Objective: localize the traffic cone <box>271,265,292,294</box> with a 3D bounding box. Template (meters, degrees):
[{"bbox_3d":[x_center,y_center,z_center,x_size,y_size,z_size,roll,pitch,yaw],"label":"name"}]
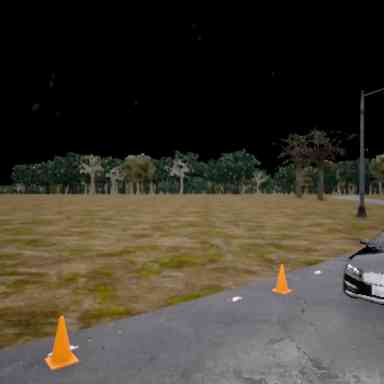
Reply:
[{"bbox_3d":[2.025,1.934,7.485,0.340,0.580,0.340,0,0,-41],"label":"traffic cone"}]

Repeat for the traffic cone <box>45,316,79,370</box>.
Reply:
[{"bbox_3d":[-1.718,1.938,4.386,0.340,0.580,0.340,0,0,-38],"label":"traffic cone"}]

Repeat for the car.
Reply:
[{"bbox_3d":[5.139,1.478,7.462,4.902,1.511,2.128,0,0,-43],"label":"car"}]
